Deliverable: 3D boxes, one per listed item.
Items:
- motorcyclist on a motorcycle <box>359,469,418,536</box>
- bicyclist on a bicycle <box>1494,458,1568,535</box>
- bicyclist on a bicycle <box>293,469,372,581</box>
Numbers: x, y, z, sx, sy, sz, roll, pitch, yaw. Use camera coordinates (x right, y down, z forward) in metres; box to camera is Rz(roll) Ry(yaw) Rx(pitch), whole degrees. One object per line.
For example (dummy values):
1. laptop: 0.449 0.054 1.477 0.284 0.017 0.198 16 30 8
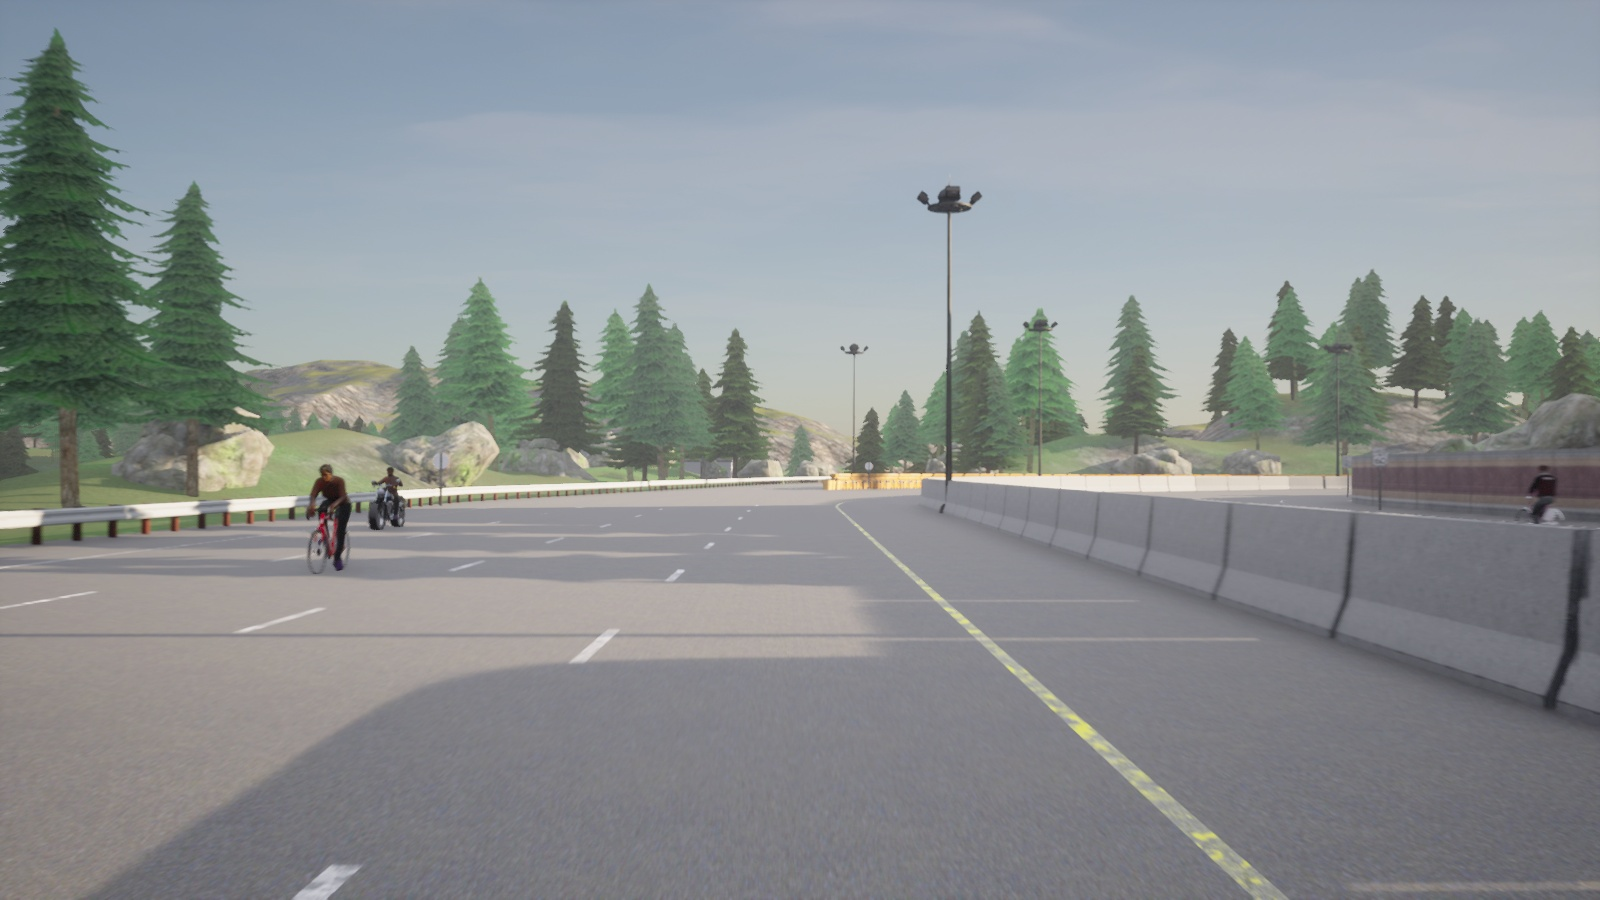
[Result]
1. motorcyclist on a motorcycle: -10.625 1.330 32.546 0.766 1.649 2.350 0 -1 0
2. bicyclist on a bicycle: 17.386 1.095 29.928 0.659 1.776 1.843 0 -1 0
3. bicyclist on a bicycle: -7.073 1.102 19.072 0.582 1.620 1.656 0 -1 0
